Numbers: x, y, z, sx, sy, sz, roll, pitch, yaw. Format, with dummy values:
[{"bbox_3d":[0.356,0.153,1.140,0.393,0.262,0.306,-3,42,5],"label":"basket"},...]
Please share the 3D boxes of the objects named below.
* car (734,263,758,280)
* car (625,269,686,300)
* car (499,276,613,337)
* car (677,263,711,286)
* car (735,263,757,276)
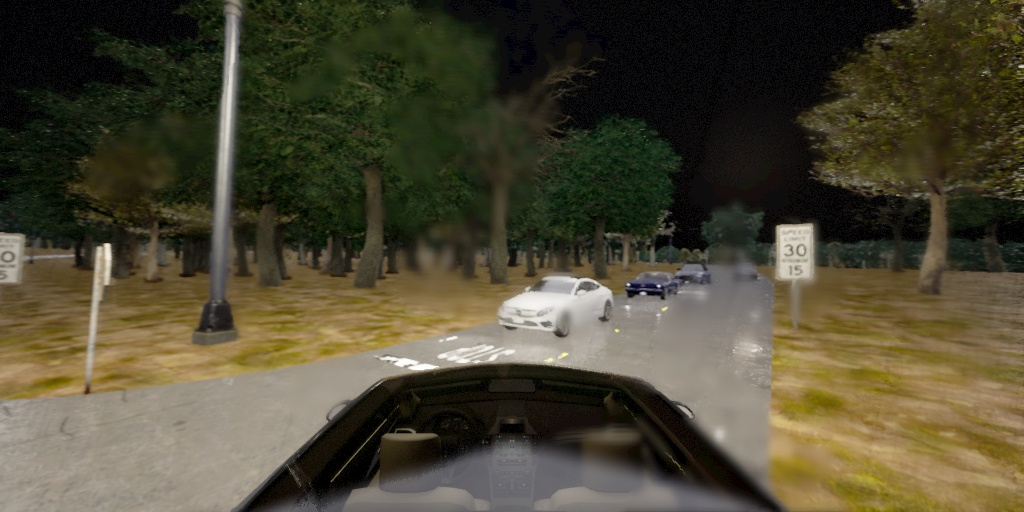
[{"bbox_3d":[23.397,1.629,35.828,1.994,1.385,4.181,0,0,34],"label":"car"},{"bbox_3d":[7.624,1.523,19.122,1.895,1.301,4.718,0,-1,36],"label":"car"},{"bbox_3d":[1.557,1.364,10.856,1.812,1.442,4.674,0,-1,37],"label":"car"},{"bbox_3d":[14.226,1.360,28.183,2.097,1.767,4.553,0,-1,36],"label":"car"},{"bbox_3d":[28.770,1.612,44.271,2.128,1.511,4.902,0,0,32],"label":"car"}]
